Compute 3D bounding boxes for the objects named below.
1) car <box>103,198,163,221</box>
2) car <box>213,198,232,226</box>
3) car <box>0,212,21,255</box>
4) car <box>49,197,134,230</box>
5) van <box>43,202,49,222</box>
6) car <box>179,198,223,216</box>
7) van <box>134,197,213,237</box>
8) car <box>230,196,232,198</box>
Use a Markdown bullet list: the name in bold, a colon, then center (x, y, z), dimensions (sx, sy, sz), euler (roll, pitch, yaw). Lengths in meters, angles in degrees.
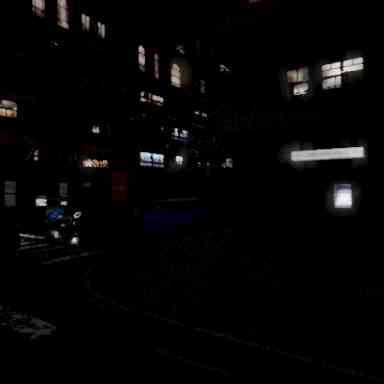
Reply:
- **car**: center (-4.519, 1.315, 26.301), dimensions (1.752, 1.417, 4.829), euler (1, 1, 35)
- **car**: center (2.415, 1.337, 21.593), dimensions (2.008, 1.369, 4.403), euler (1, 1, 35)
- **car**: center (-7.344, 1.264, 10.007), dimensions (2.150, 2.045, 5.566), euler (-2, 1, -5)
- **car**: center (-5.771, 1.221, 20.101), dimensions (2.097, 1.767, 4.553), euler (0, 1, 36)
- **van**: center (-7.645, 1.205, 21.857), dimensions (1.690, 1.788, 3.998), euler (1, 1, 35)
- **car**: center (0.883, 1.275, 29.496), dimensions (1.994, 1.385, 4.181), euler (0, 1, 35)
- **van**: center (-0.809, 1.204, 17.009), dimensions (1.690, 1.788, 3.998), euler (1, 1, 35)
- **car**: center (5.252, 1.109, 40.181), dimensions (2.008, 1.369, 4.403), euler (1, 1, 35)
